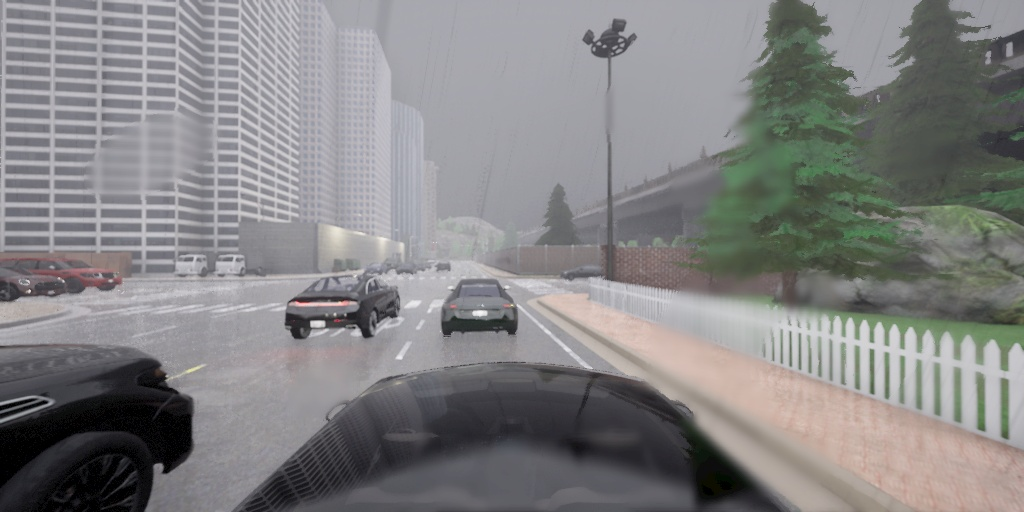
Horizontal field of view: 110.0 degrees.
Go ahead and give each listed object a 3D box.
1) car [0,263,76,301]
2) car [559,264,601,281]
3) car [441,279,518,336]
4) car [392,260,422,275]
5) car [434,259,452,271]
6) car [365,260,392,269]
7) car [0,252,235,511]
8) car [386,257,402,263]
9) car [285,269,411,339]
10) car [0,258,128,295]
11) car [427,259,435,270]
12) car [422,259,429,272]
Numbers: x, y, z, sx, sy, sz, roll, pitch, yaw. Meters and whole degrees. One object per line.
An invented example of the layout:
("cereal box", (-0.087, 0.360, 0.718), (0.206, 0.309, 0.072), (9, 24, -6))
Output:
("car", (-25.304, 1.254, 17.708), (4.553, 1.767, 2.097), (0, 0, -7))
("car", (6.675, 1.479, 32.778), (4.674, 1.442, 1.812), (0, 0, -6))
("car", (-0.969, 1.359, 10.634), (1.994, 1.385, 4.181), (0, 0, -6))
("car", (-12.388, 1.507, 42.649), (2.033, 1.411, 5.357), (0, 0, -7))
("car", (-10.141, 1.491, 53.793), (1.882, 1.535, 5.008), (0, 0, -7))
("car", (-15.832, 1.485, 41.988), (1.812, 1.442, 4.674), (0, 0, -8))
("car", (-3.625, 0.967, 0.421), (2.150, 2.045, 5.566), (0, 0, 1))
("car", (-17.116, 1.229, 51.606), (2.150, 2.045, 5.566), (0, 0, -7))
("car", (-4.493, 1.287, 10.234), (2.128, 1.511, 4.902), (0, 0, -6))
("car", (-26.708, 1.140, 21.075), (5.566, 2.045, 2.150), (0, 0, -8))
("car", (-14.847, 1.617, 61.245), (1.994, 1.385, 4.181), (0, 0, -7))
("car", (-13.610, 1.570, 51.807), (1.994, 1.385, 4.181), (0, 0, -7))
